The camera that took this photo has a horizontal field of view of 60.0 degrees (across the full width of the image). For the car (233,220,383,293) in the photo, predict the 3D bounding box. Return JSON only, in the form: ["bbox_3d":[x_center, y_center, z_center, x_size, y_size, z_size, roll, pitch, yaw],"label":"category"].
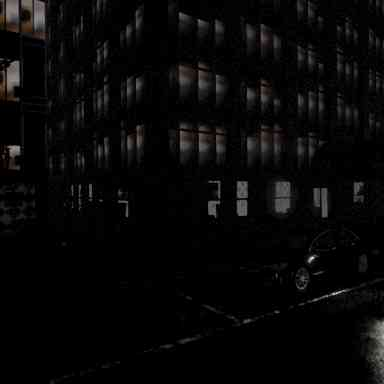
[{"bbox_3d":[3.023,1.549,8.719,4.403,1.369,2.008,0,-1,-35],"label":"car"}]
